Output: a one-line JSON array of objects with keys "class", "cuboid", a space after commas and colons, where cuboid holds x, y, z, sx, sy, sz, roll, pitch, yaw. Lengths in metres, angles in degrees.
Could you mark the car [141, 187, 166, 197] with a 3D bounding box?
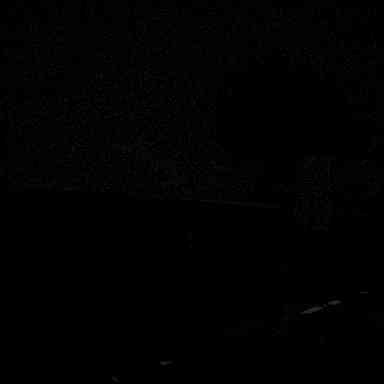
[{"class": "car", "cuboid": [-5.969, -0.084, 50.561, 2.033, 1.411, 5.357, 3, 0, -35]}]
